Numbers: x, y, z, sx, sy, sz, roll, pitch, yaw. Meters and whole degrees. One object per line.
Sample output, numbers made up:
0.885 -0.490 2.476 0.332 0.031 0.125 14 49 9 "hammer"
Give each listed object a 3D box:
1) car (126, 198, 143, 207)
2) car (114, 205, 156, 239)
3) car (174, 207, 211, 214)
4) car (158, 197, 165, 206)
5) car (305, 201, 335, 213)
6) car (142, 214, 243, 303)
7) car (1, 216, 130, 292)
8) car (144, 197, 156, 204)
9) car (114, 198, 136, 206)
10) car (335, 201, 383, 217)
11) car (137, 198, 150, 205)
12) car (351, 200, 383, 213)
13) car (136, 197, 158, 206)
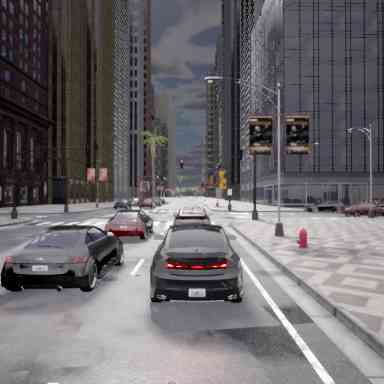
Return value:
-9.923 1.778 57.878 2.128 1.511 4.902 0 0 0 "car"
-3.177 1.602 17.396 1.994 1.385 4.181 0 0 0 "car"
0.022 1.530 17.543 2.128 1.511 4.902 0 0 0 "car"
-6.664 1.655 60.091 2.097 1.767 4.553 0 0 0 "car"
15.126 1.663 37.791 4.313 1.339 1.947 0 0 -1 "car"
0.088 1.515 8.222 1.837 1.490 4.892 0 0 0 "car"
-3.170 1.576 8.997 1.994 1.385 4.181 0 0 1 "car"
-9.874 1.990 78.358 2.033 1.411 5.357 0 0 0 "car"
-9.925 1.768 48.324 2.033 1.411 5.357 0 0 0 "car"
15.270 1.577 29.267 4.206 1.307 1.802 0 0 -1 "car"
-9.861 1.927 67.764 1.994 1.385 4.181 0 0 1 "car"
20.766 1.644 37.887 4.313 1.339 1.947 0 0 -1 "car"
-6.674 1.709 50.054 1.882 1.535 5.008 0 0 0 "car"
